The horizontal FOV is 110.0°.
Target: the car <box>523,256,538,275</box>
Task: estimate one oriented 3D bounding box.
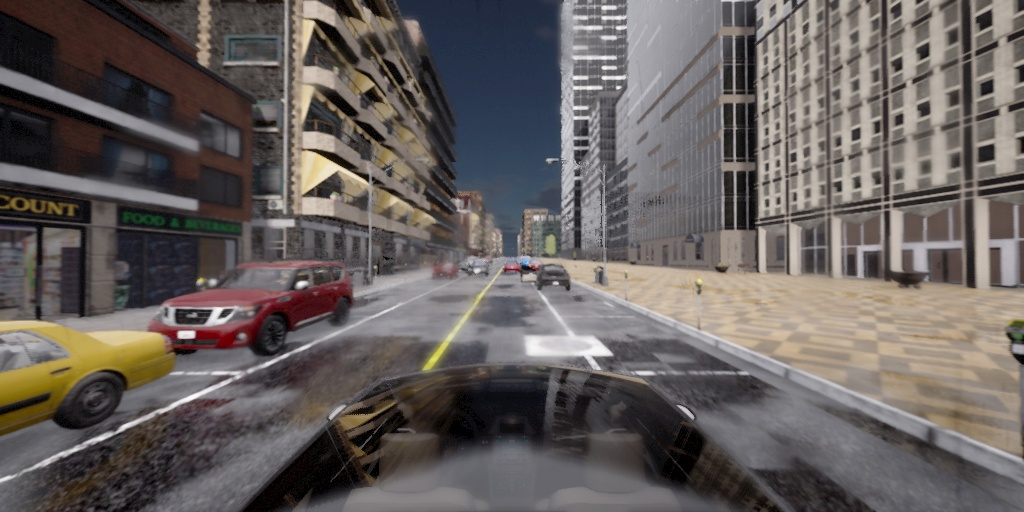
[{"bbox_3d":[2.694,1.106,42.191,1.967,1.591,4.097,0,0,0],"label":"car"}]

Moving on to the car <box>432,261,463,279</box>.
[{"bbox_3d":[-5.688,1.234,31.053,1.888,1.381,4.507,0,0,0],"label":"car"}]

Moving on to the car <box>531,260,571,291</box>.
[{"bbox_3d":[2.356,1.213,21.595,1.837,1.490,4.892,0,0,0],"label":"car"}]

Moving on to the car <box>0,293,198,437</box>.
[{"bbox_3d":[-5.689,1.272,3.035,1.751,1.417,4.829,0,0,0],"label":"car"}]

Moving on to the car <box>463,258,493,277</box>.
[{"bbox_3d":[-3.087,1.174,34.245,2.128,1.511,4.902,0,0,0],"label":"car"}]

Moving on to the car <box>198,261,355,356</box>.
[{"bbox_3d":[-5.689,1.050,8.775,2.192,1.841,5.009,0,0,0],"label":"car"}]

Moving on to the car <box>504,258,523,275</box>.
[{"bbox_3d":[0.034,1.227,43.994,1.994,1.385,4.181,0,0,1],"label":"car"}]

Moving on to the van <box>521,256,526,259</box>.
[{"bbox_3d":[2.695,0.975,58.900,1.690,1.789,3.998,0,0,0],"label":"van"}]
